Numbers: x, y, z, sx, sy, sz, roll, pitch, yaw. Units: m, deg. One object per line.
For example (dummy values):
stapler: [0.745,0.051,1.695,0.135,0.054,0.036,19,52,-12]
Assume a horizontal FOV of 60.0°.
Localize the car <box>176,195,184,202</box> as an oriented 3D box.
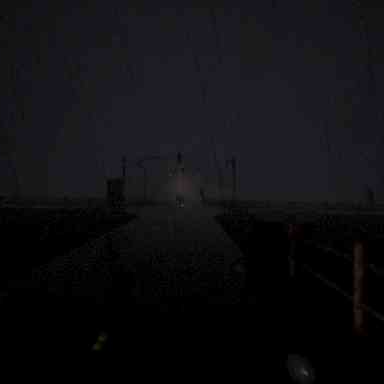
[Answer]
car: [-2.704,1.476,76.166,2.128,1.511,4.902,0,0,0]
